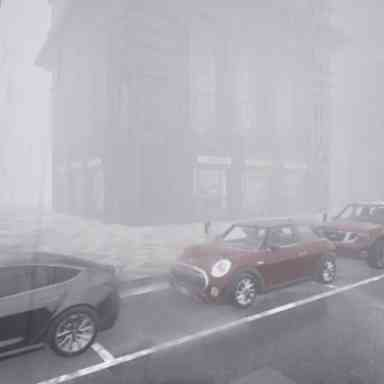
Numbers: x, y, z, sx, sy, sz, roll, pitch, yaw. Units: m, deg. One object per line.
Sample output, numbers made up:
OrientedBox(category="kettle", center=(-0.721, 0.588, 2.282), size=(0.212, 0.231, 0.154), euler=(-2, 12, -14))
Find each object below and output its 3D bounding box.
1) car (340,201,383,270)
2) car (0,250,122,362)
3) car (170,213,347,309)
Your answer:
OrientedBox(category="car", center=(6.035, 1.237, 10.954), size=(5.009, 1.841, 2.192), euler=(0, 1, -36))
OrientedBox(category="car", center=(-3.082, 1.567, 4.447), size=(4.313, 1.339, 1.947), euler=(0, 1, -36))
OrientedBox(category="car", center=(1.477, 1.401, 7.700), size=(4.097, 1.590, 1.967), euler=(0, 1, -36))
